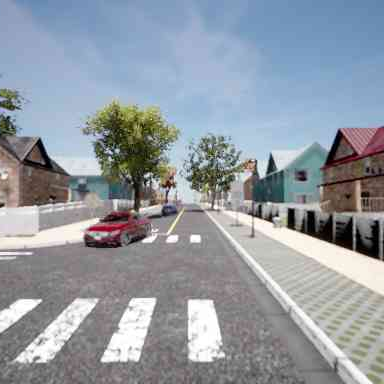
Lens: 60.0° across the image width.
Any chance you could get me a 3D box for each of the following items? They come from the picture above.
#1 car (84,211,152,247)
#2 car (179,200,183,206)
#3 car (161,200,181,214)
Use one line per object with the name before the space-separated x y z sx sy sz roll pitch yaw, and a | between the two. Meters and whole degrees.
car | -3.478 1.722 16.646 1.812 1.442 4.674 1 1 15
car | -2.828 2.256 67.716 1.882 1.535 5.008 0 -1 0
car | -2.798 2.068 42.141 1.994 1.385 4.181 0 -1 0
